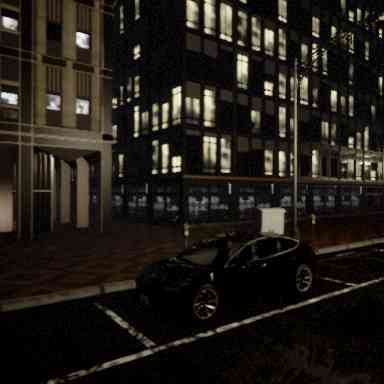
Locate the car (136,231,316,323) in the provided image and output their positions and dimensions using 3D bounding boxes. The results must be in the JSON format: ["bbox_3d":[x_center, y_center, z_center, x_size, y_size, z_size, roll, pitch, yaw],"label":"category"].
[{"bbox_3d":[0.928,1.566,7.219,4.313,1.339,1.947,0,0,-36],"label":"car"}]
